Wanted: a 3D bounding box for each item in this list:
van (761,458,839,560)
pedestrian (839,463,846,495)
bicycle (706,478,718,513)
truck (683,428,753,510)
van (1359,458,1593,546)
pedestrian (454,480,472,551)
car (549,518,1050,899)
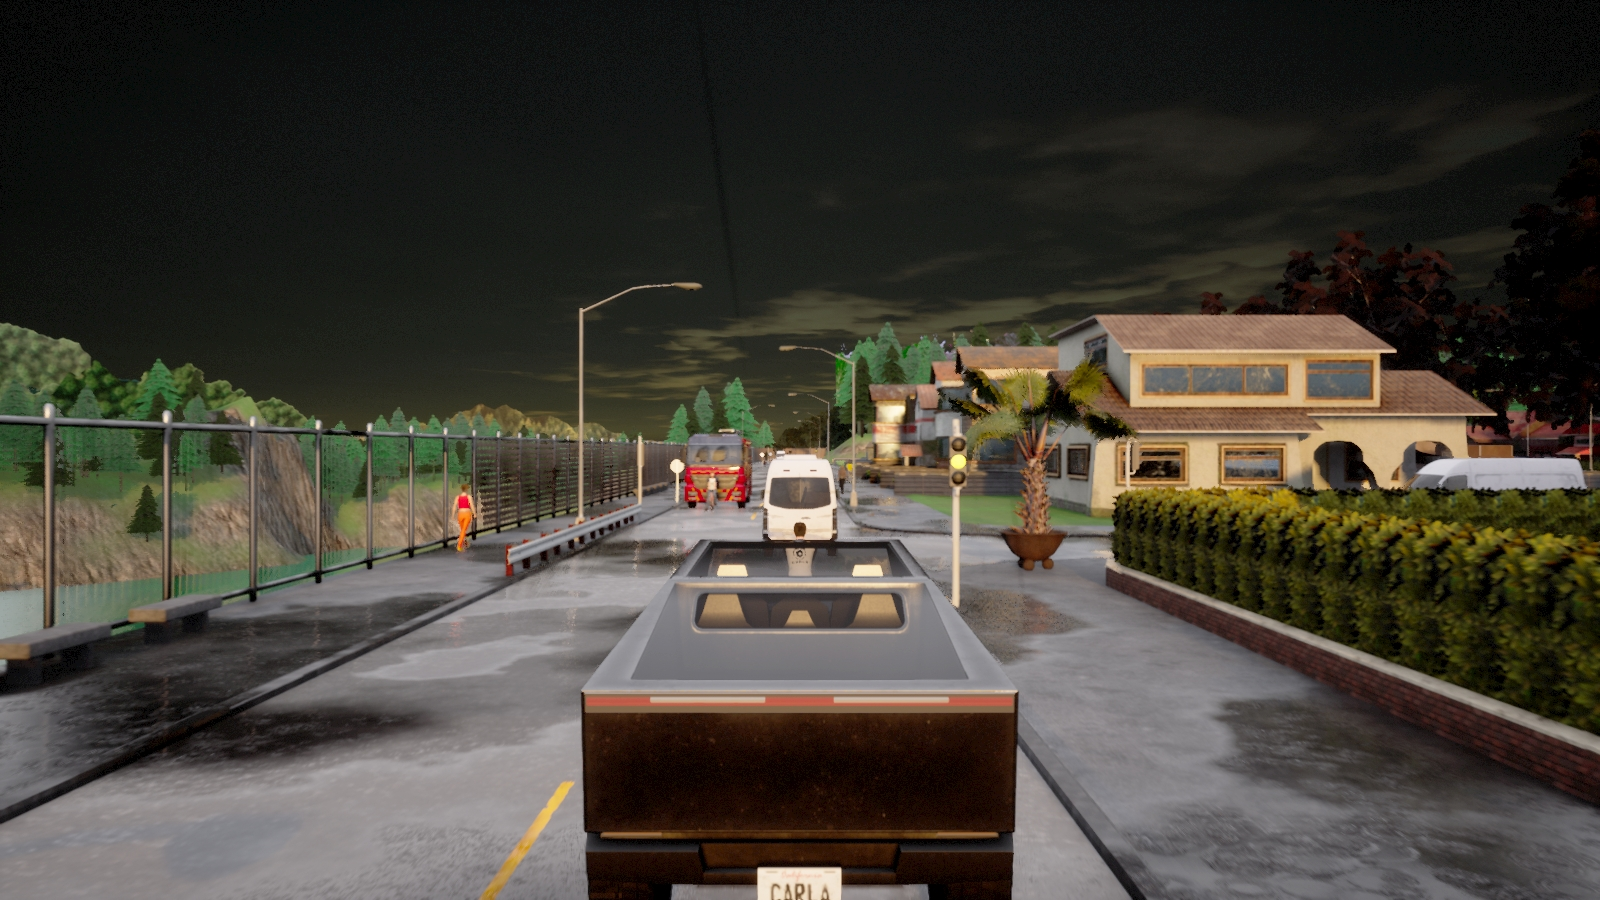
[{"bbox_3d":[0.005,1.529,32.189,1.988,2.561,5.915,0,0,0],"label":"van"},{"bbox_3d":[2.524,1.735,67.903,0.375,1.860,0.375,0,0,13],"label":"pedestrian"},{"bbox_3d":[-3.995,2.048,51.914,0.373,1.496,1.643,0,0,0],"label":"bicycle"},{"bbox_3d":[-3.996,0.882,57.201,2.891,3.827,8.468,0,0,0],"label":"truck"},{"bbox_3d":[20.334,1.529,34.545,5.915,2.561,1.988,0,0,0],"label":"van"},{"bbox_3d":[-8.963,1.740,30.376,0.375,1.860,0.375,0,0,1],"label":"pedestrian"},{"bbox_3d":[-0.001,1.752,8.584,2.390,2.098,6.274,0,0,0],"label":"car"}]
